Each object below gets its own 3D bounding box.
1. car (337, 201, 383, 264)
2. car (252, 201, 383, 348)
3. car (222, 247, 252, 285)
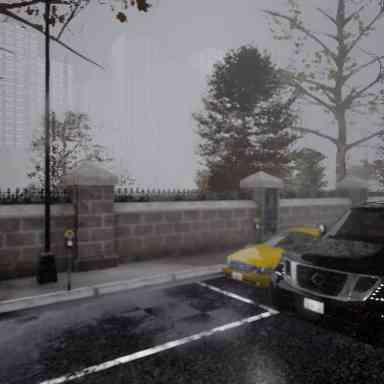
[{"bbox_3d":[7.675,1.282,12.026,5.009,1.841,2.192,0,0,-35],"label":"car"},{"bbox_3d":[3.915,1.206,6.167,5.566,2.045,2.150,0,0,-36],"label":"car"},{"bbox_3d":[2.953,1.506,8.659,4.829,1.417,1.752,0,0,-35],"label":"car"}]
